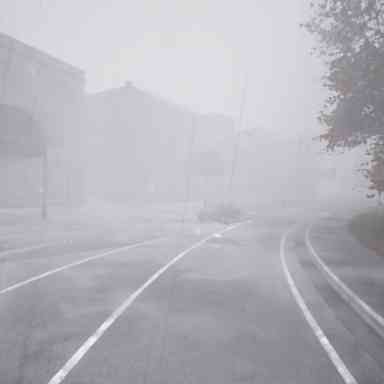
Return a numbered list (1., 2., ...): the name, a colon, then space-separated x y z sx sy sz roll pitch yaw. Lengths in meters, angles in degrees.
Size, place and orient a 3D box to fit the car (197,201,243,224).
1. car: 2.208 1.486 25.158 1.837 1.490 4.892 0 0 33
